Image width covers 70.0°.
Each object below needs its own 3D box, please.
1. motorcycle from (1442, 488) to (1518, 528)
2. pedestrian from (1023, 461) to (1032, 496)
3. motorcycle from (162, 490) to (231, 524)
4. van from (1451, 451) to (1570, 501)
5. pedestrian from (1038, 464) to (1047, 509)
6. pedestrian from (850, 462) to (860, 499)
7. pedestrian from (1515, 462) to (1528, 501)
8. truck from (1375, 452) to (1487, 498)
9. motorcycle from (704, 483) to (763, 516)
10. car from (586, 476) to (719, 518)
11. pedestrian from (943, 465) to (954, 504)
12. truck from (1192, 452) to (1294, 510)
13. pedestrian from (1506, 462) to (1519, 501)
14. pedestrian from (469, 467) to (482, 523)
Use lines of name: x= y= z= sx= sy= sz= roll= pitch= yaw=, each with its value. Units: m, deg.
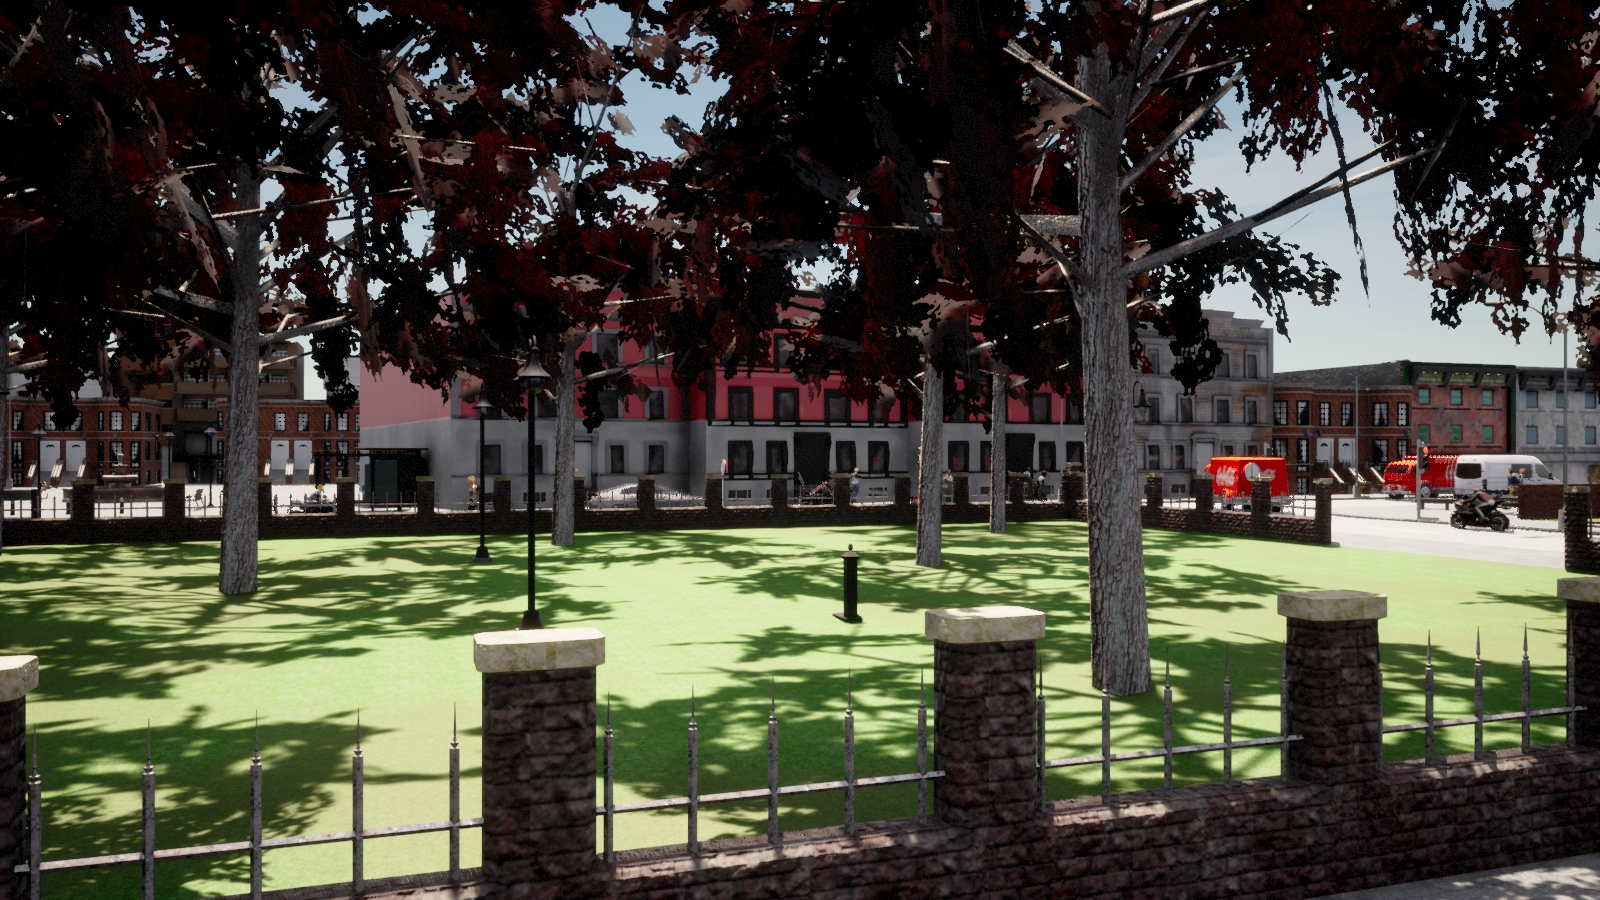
motorcycle: x=23.520 y=1.985 z=39.592 sx=0.867 sy=1.251 sz=2.209 roll=0 pitch=0 yaw=-20
pedestrian: x=12.134 y=1.524 z=60.965 sx=0.375 sy=1.860 sz=0.375 roll=0 pitch=0 yaw=-14
motorcycle: x=-21.152 y=1.992 z=40.087 sx=2.033 sy=1.145 sz=0.803 roll=1 pitch=0 yaw=-19
van: x=37.492 y=1.314 z=60.296 sx=5.915 sy=2.561 sz=1.988 roll=0 pitch=0 yaw=-18
pedestrian: x=10.138 y=1.525 z=47.769 sx=0.375 sy=1.860 sz=0.375 roll=0 pitch=0 yaw=15
pedestrian: x=2.797 y=1.523 z=57.942 sx=0.375 sy=1.860 sz=0.375 roll=0 pitch=0 yaw=-23
pedestrian: x=34.918 y=1.515 z=55.319 sx=0.375 sy=1.860 sz=0.375 roll=0 pitch=0 yaw=-3
truck: x=35.004 y=1.348 z=63.458 sx=5.204 sy=2.467 sz=2.627 roll=0 pitch=0 yaw=-19
motorcycle: x=-2.678 y=1.985 z=46.155 sx=2.209 sy=1.251 sz=0.867 roll=0 pitch=0 yaw=-21
car: x=-5.867 y=1.828 z=45.297 sx=4.902 sy=1.511 sz=2.128 roll=0 pitch=0 yaw=-19
pedestrian: x=7.088 y=1.629 z=54.444 sx=0.375 sy=1.860 sz=0.375 roll=0 pitch=0 yaw=-19
truck: x=20.282 y=1.348 z=52.587 sx=2.627 sy=2.467 sz=5.204 roll=-1 pitch=0 yaw=0
pedestrian: x=34.133 y=1.517 z=54.721 sx=0.375 sy=1.860 sz=0.375 roll=0 pitch=0 yaw=-1
pedestrian: x=-10.936 y=1.523 z=38.493 sx=0.375 sy=1.860 sz=0.375 roll=0 pitch=0 yaw=-19
